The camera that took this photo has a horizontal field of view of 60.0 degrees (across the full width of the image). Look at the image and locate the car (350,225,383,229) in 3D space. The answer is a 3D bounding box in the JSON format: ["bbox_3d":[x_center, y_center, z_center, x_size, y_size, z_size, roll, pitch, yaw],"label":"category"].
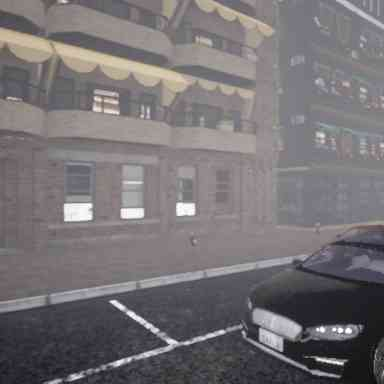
[{"bbox_3d":[5.699,1.727,10.600,4.206,1.307,1.802,1,-1,-36],"label":"car"}]

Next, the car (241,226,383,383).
[{"bbox_3d":[2.960,1.567,5.456,4.902,1.511,2.128,1,-1,-35],"label":"car"}]
